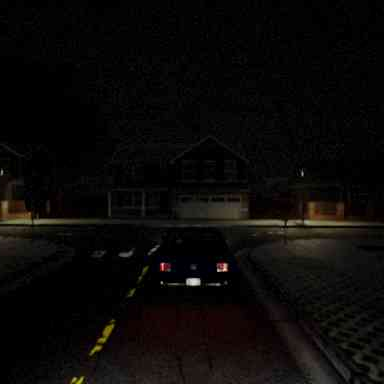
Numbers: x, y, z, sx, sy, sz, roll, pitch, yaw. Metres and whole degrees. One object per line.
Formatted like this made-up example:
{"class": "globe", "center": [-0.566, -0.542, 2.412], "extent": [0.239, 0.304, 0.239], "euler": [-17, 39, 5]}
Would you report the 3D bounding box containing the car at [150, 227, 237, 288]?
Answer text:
{"class": "car", "center": [0.057, 1.624, 9.283], "extent": [1.895, 1.301, 4.718], "euler": [0, 0, 1]}
